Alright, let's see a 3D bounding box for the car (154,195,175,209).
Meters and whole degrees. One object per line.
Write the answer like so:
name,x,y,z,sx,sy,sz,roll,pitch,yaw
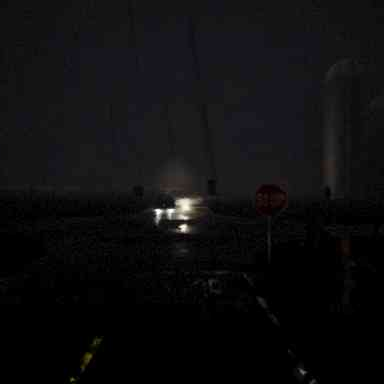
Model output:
car,-2.764,1.042,34.584,1.994,1.385,4.181,0,2,0
